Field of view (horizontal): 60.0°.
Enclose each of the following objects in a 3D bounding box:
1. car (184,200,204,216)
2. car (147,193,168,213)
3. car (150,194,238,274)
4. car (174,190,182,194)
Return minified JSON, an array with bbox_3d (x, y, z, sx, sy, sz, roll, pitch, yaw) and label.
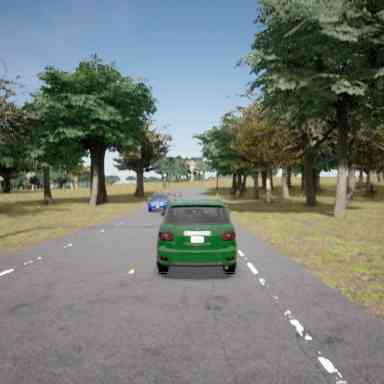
[{"bbox_3d":[0.233,1.534,33.492,1.895,1.301,4.718,0,1,0],"label":"car"},{"bbox_3d":[-3.454,1.122,36.038,2.150,2.045,5.566,0,1,0],"label":"car"},{"bbox_3d":[0.128,1.233,10.775,2.150,2.045,5.566,0,0,0],"label":"car"},{"bbox_3d":[-3.189,0.384,76.472,1.812,1.442,4.674,0,2,0],"label":"car"}]
